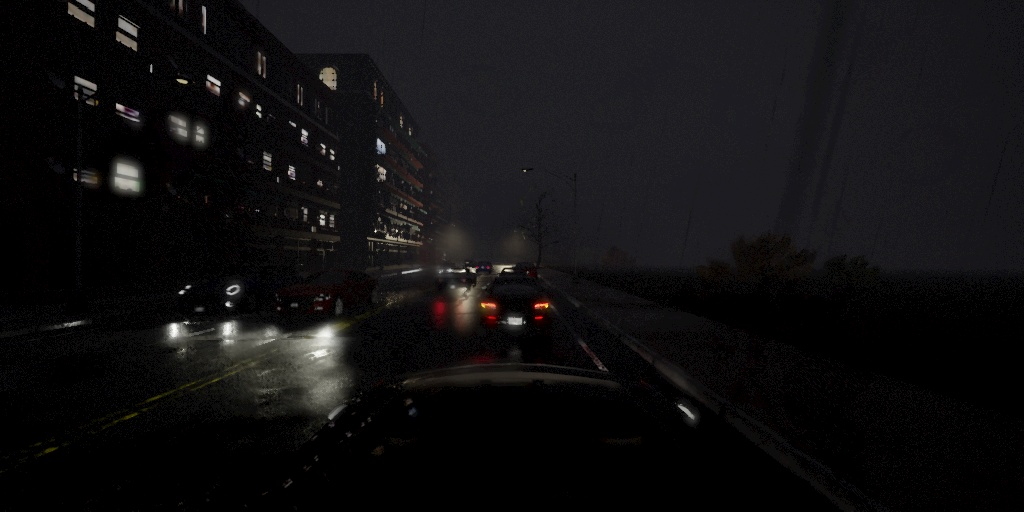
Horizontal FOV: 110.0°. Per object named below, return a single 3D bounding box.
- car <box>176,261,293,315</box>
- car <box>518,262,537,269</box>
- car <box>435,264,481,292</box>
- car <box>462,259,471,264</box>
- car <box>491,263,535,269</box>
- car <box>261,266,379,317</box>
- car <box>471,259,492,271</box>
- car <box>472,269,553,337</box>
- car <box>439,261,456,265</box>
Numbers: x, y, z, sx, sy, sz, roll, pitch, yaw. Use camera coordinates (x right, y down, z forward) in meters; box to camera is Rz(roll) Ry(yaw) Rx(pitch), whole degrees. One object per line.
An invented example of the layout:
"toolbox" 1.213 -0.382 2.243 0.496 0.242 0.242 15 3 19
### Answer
"car" -9.880 1.104 13.568 2.097 1.767 4.553 0 0 0
"car" 1.068 1.232 29.919 1.882 1.535 5.008 0 0 0
"car" -3.200 1.354 21.523 1.895 1.301 4.718 0 0 0
"car" -6.725 1.257 56.731 1.837 1.490 4.892 0 0 0
"car" 0.055 1.317 20.391 1.994 1.385 4.181 0 0 0
"car" -6.629 1.229 13.414 1.882 1.535 5.008 0 0 0
"car" -3.251 1.301 42.277 2.033 1.411 5.357 0 0 0
"car" 0.071 1.277 10.224 1.812 1.442 4.674 0 0 0
"car" -9.974 1.353 55.545 1.895 1.301 4.718 0 0 0
